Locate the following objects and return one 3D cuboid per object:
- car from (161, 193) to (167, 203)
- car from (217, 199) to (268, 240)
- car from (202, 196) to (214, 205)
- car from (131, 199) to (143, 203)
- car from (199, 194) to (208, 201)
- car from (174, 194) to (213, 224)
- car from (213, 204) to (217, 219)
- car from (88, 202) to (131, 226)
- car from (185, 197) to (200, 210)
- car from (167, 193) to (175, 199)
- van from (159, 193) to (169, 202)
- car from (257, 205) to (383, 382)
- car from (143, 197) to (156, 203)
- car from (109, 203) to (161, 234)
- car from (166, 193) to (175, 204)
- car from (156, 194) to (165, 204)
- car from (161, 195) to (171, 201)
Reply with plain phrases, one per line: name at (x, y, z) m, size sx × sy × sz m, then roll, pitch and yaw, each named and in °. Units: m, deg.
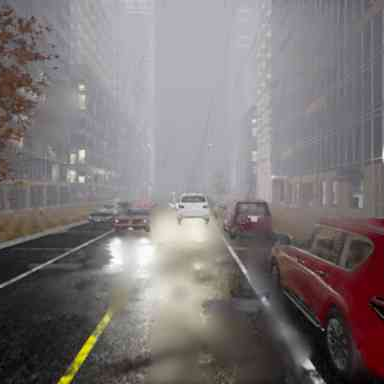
car at (-5.721, 1.369, 62.293) m, size 1.887 × 1.381 × 4.507 m, roll 0°, pitch 0°, yaw 0°
car at (2.685, 1.275, 16.748) m, size 2.192 × 1.841 × 5.009 m, roll 0°, pitch 0°, yaw 0°
car at (2.663, 1.409, 56.593) m, size 1.947 × 1.339 × 4.313 m, roll 0°, pitch 0°, yaw 0°
car at (-5.703, 1.495, 28.141) m, size 1.947 × 1.339 × 4.313 m, roll 0°, pitch 0°, yaw 0°
car at (2.652, 1.208, 79.359) m, size 1.967 × 1.590 × 4.097 m, roll 0°, pitch 0°, yaw 0°
car at (0.087, 1.157, 24.107) m, size 2.150 × 2.045 × 5.566 m, roll 0°, pitch 0°, yaw 0°
car at (2.678, 1.454, 28.302) m, size 1.752 × 1.417 × 4.829 m, roll 0°, pitch 0°, yaw 0°
car at (-5.699, 1.495, 22.448) m, size 2.008 × 1.369 × 4.403 m, roll 0°, pitch 0°, yaw 0°
car at (0.071, 1.415, 41.690) m, size 1.812 × 1.442 × 4.674 m, roll 0°, pitch 0°, yaw 0°
car at (-5.735, 1.167, 90.753) m, size 1.967 × 1.590 × 4.097 m, roll 0°, pitch 0°, yaw 0°
van at (-5.723, 1.147, 67.985) m, size 1.690 × 1.788 × 3.998 m, roll 0°, pitch 0°, yaw 0°
car at (2.691, 1.302, 5.363) m, size 2.192 × 1.841 × 5.009 m, roll 0°, pitch 0°, yaw 0°
car at (-5.708, 1.478, 39.523) m, size 1.802 × 1.307 × 4.206 m, roll 0°, pitch 0°, yaw 0°
car at (-3.111, 1.554, 19.060) m, size 1.895 × 1.301 × 4.718 m, roll 0°, pitch 0°, yaw 0°
car at (-3.033, 1.269, 61.155) m, size 2.128 × 1.511 × 4.902 m, roll 0°, pitch 0°, yaw 0°
car at (-5.715, 1.412, 50.909) m, size 2.008 × 1.369 × 4.403 m, roll 0°, pitch 0°, yaw 0°
car at (-5.727, 1.369, 73.678) m, size 1.802 × 1.307 × 4.206 m, roll 0°, pitch 0°, yaw 0°
